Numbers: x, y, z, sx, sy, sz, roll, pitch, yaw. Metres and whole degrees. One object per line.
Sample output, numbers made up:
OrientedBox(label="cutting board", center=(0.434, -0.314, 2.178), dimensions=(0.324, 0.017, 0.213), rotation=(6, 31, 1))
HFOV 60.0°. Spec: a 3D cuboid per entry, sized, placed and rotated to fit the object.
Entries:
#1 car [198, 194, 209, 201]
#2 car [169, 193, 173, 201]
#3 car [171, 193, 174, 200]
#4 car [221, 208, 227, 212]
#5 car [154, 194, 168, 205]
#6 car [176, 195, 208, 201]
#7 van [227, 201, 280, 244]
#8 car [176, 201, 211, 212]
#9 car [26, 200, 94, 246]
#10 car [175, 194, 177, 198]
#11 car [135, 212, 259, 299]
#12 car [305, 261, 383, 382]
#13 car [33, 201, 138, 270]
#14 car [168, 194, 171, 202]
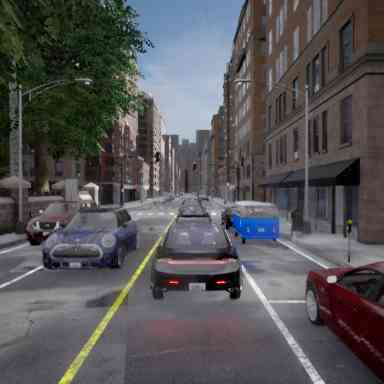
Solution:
OrientedBox(label="car", center=(2.820, 1.378, 75.546), dimensions=(1.967, 1.590, 4.097), rotation=(0, 0, 0))
OrientedBox(label="car", center=(-5.702, 1.485, 70.055), dimensions=(1.887, 1.381, 4.507), rotation=(0, 0, 0))
OrientedBox(label="car", center=(-5.704, 1.482, 75.506), dimensions=(1.887, 1.381, 4.507), rotation=(0, 0, 0))
OrientedBox(label="car", center=(2.846, 1.555, 21.169), dimensions=(1.947, 1.339, 4.313), rotation=(0, 0, 0))
OrientedBox(label="car", center=(-5.697, 1.473, 58.984), dimensions=(1.752, 1.417, 4.829), rotation=(0, 0, 0))
OrientedBox(label="car", center=(-0.014, 1.335, 27.525), dimensions=(2.097, 1.767, 4.553), rotation=(0, 0, 0))
OrientedBox(label="van", center=(2.848, 1.334, 15.509), dimensions=(1.690, 1.788, 3.998), rotation=(0, 0, 0))
OrientedBox(label="car", center=(0.090, 1.483, 18.348), dimensions=(2.128, 1.511, 4.902), rotation=(0, 0, 0))
OrientedBox(label="car", center=(-5.677, 1.308, 15.465), dimensions=(2.192, 1.841, 5.009), rotation=(0, 0, 0))
OrientedBox(label="car", center=(-5.709, 1.486, 86.408), dimensions=(2.008, 1.369, 4.403), rotation=(0, 0, 0))
OrientedBox(label="car", center=(0.096, 1.489, 8.409), dimensions=(2.128, 1.511, 4.902), rotation=(0, 0, 0))
OrientedBox(label="car", center=(2.853, 1.544, 4.188), dimensions=(1.887, 1.381, 4.507), rotation=(0, 0, 0))
OrientedBox(label="car", center=(-3.097, 1.348, 11.081), dimensions=(2.097, 1.767, 4.553), rotation=(0, 0, 0))
OrientedBox(label="car", center=(-5.699, 1.494, 64.604), dimensions=(2.008, 1.369, 4.403), rotation=(0, 0, 0))
